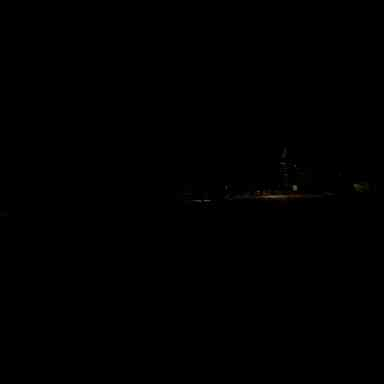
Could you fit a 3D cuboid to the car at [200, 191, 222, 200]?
[{"bbox_3d":[3.292,0.555,57.530,1.882,1.535,5.008,-1,0,36],"label":"car"}]
